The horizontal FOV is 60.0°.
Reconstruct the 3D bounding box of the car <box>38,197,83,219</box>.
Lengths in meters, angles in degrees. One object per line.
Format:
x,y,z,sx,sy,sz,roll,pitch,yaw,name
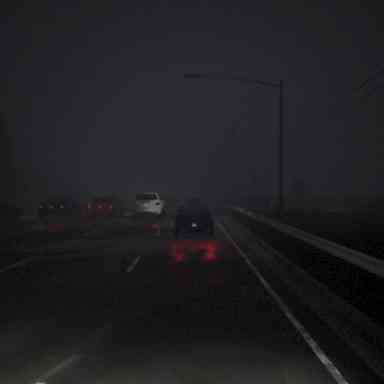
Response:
-10.400,1.147,26.674,2.097,1.767,4.553,0,0,0,car

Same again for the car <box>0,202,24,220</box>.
-13.900,1.369,23.188,2.033,1.411,5.357,0,0,0,car

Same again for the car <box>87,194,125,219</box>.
-6.901,1.144,26.997,2.097,1.767,4.553,0,0,0,car

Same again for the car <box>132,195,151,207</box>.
-6.913,1.173,45.872,1.812,1.442,4.674,0,0,0,car

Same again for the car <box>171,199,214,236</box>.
0.100,1.343,17.472,1.882,1.535,5.008,0,0,0,car

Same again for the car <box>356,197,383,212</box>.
18.892,1.225,32.652,5.008,1.535,1.882,0,1,28,car

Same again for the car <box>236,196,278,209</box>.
7.922,1.234,40.653,2.033,1.411,5.357,0,1,-43,car

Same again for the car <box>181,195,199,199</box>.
0.103,1.297,32.536,2.033,1.411,5.357,0,0,0,car

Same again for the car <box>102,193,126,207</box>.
-10.398,1.010,44.491,2.097,1.767,4.553,0,0,0,car

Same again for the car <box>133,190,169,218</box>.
-3.398,1.011,27.280,2.150,2.045,5.566,0,0,0,car

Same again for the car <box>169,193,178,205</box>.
-3.400,1.213,45.700,1.994,1.385,4.181,0,0,0,car
